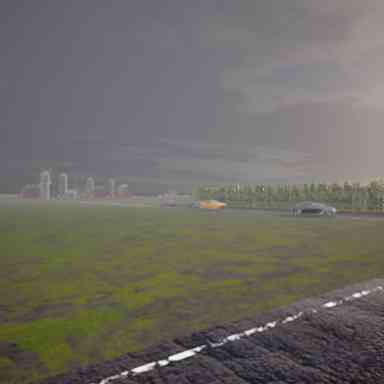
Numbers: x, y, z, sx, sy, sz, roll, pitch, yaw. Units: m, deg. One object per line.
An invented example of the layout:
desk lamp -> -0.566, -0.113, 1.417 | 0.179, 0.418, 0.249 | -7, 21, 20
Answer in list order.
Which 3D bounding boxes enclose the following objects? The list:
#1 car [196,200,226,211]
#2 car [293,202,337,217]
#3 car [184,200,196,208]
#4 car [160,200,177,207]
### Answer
car -> 3.241, 2.017, 51.323 | 1.882, 1.535, 5.008 | 1, -1, -35
car -> 13.486, 1.871, 36.759 | 2.128, 1.511, 4.902 | 1, -1, -35
car -> 0.367, 2.214, 60.438 | 1.994, 1.385, 4.181 | 1, -1, -35
car -> -4.801, 2.295, 67.664 | 1.994, 1.385, 4.181 | 1, -1, -35
